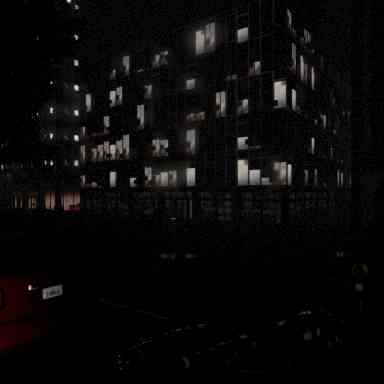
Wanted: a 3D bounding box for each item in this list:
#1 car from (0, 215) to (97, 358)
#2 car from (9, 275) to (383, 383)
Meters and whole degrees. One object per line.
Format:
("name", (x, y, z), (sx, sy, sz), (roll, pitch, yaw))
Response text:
("car", (-3.663, 1.315, 5.493), (5.009, 1.841, 2.192), (0, 0, 36))
("car", (0.832, 1.566, 2.284), (4.313, 1.339, 1.947), (0, 0, 36))
